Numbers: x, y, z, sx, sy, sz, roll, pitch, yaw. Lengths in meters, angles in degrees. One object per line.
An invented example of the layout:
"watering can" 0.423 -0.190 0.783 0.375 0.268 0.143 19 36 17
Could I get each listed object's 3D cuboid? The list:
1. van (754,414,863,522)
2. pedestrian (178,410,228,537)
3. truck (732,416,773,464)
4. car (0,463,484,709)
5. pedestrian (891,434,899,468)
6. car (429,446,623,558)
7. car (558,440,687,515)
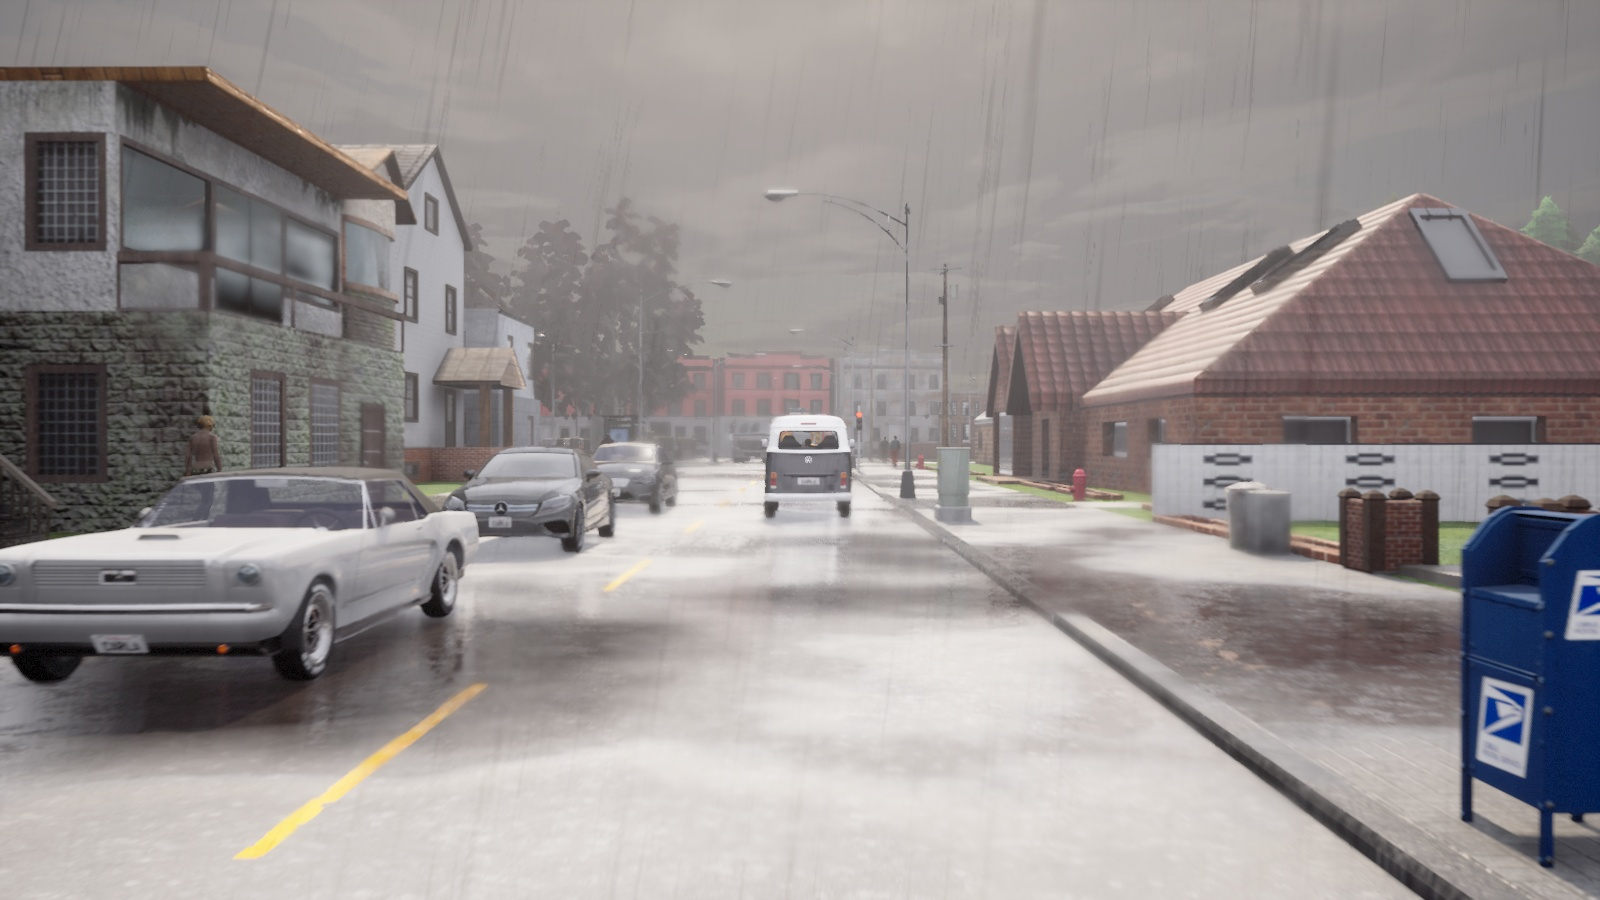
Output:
"van" 0.175 0.324 25.995 2.069 2.038 4.480 0 0 0
"pedestrian" -8.839 0.344 18.604 0.331 1.846 0.634 0 0 17
"truck" -3.505 -0.770 94.313 2.891 3.462 7.936 0 0 -1
"car" -3.928 0.791 9.416 1.895 1.301 4.718 0 0 0
"pedestrian" 5.173 0.067 68.432 0.353 1.847 0.614 0 0 -2
"car" -3.872 0.664 18.554 1.812 1.442 4.674 0 0 1
"car" -3.814 0.543 27.829 2.128 1.511 4.902 0 0 0
